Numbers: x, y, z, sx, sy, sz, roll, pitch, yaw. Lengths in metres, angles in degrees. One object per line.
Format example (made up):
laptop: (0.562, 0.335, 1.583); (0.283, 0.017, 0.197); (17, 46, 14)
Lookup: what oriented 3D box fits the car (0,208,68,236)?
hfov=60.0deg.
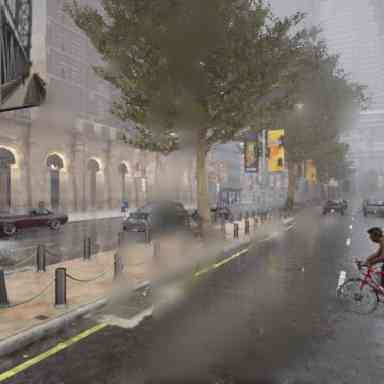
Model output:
car: (-9.456, 1.595, 18.837); (1.895, 1.301, 4.718); (0, 0, 26)

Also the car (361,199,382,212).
car: (21.298, 1.547, 39.649); (2.033, 1.411, 5.357); (0, 0, 27)

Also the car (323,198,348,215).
car: (14.370, 1.505, 33.549); (1.837, 1.490, 4.892); (0, 0, 27)

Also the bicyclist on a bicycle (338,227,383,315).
bicyclist on a bicycle: (3.464, 1.455, 5.904); (1.656, 1.620, 0.582); (-2, -1, 26)

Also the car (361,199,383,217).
car: (16.964, 1.492, 30.923); (2.128, 1.511, 4.902); (0, 0, 27)

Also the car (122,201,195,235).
car: (-1.936, 1.351, 19.017); (2.097, 1.767, 4.553); (0, 0, 26)

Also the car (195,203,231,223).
car: (1.559, 1.565, 25.835); (1.994, 1.385, 4.181); (0, 0, 26)
